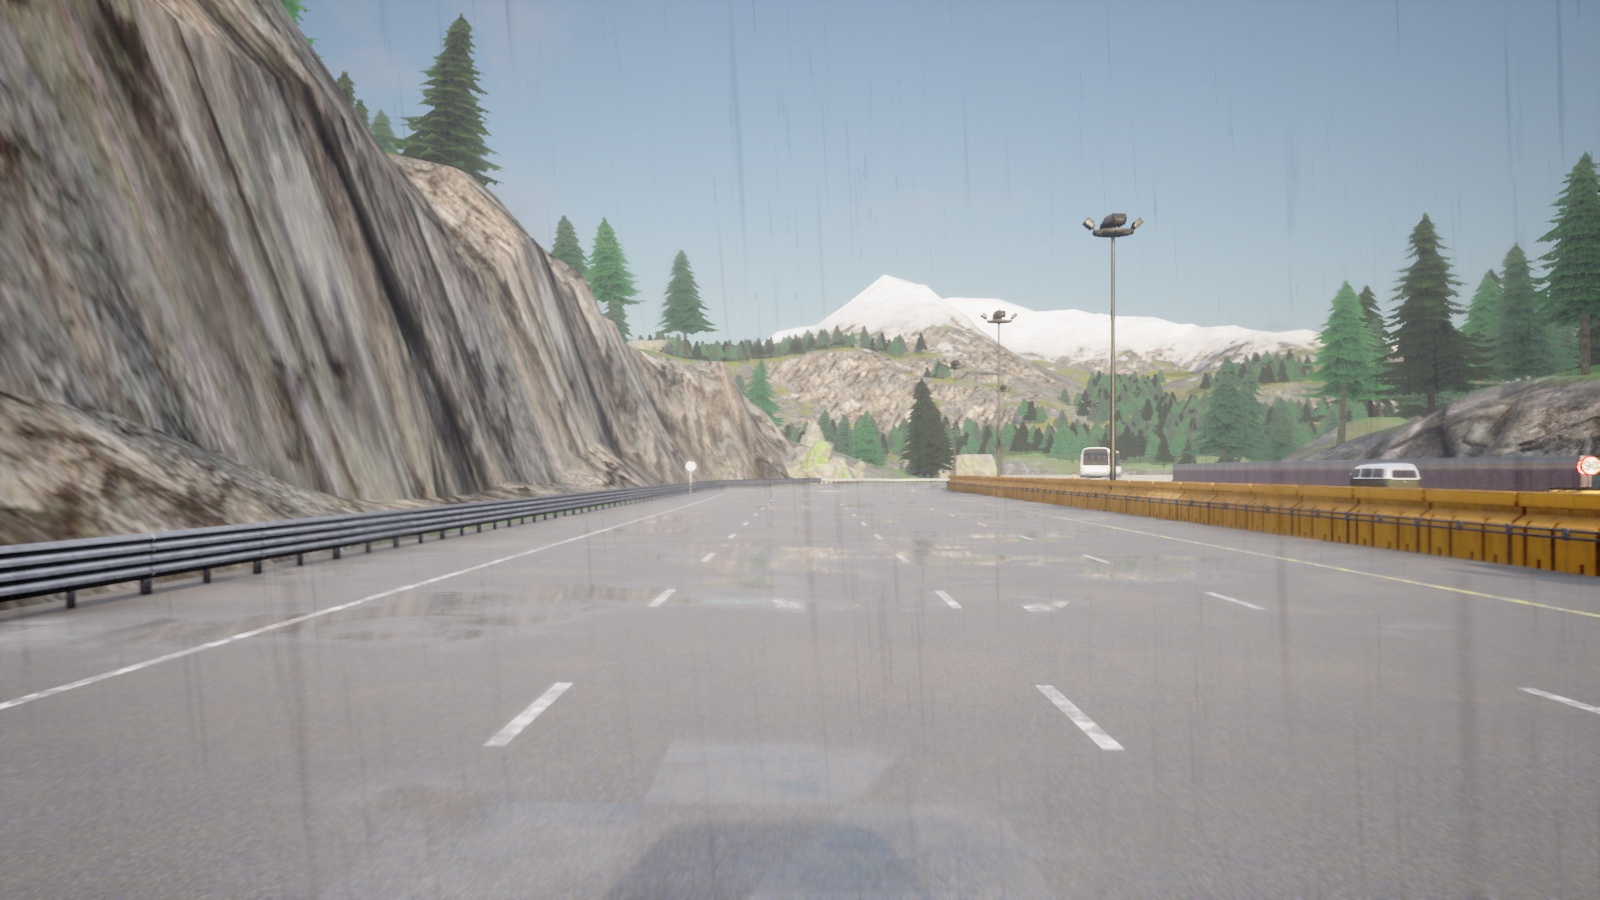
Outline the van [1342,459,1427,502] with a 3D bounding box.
[{"bbox_3d":[28.284,1.455,60.924,2.069,2.038,4.480,0,-1,0],"label":"van"}]
